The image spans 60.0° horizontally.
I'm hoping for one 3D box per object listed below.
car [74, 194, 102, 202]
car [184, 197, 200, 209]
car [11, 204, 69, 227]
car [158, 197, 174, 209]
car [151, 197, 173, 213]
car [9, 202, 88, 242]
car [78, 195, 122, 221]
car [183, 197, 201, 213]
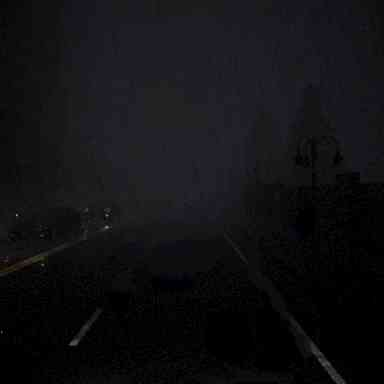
[{"bbox_3d":[-10.537,1.200,34.070,2.150,2.045,5.566,0,0,0],"label":"car"},{"bbox_3d":[-0.015,1.463,45.378,2.128,1.511,4.902,0,0,0],"label":"car"},{"bbox_3d":[-10.582,1.586,23.602,1.895,1.301,4.718,0,0,0],"label":"car"},{"bbox_3d":[-3.666,1.463,47.012,2.128,1.511,4.902,0,0,-6],"label":"car"},{"bbox_3d":[-3.413,1.455,36.720,1.882,1.535,5.008,0,0,0],"label":"car"},{"bbox_3d":[-7.087,1.467,16.575,1.882,1.535,5.008,0,0,0],"label":"car"},{"bbox_3d":[-7.071,1.335,26.611,2.097,1.767,4.553,0,0,0],"label":"car"},{"bbox_3d":[-0.012,1.578,36.341,1.895,1.301,4.718,0,0,0],"label":"car"}]
